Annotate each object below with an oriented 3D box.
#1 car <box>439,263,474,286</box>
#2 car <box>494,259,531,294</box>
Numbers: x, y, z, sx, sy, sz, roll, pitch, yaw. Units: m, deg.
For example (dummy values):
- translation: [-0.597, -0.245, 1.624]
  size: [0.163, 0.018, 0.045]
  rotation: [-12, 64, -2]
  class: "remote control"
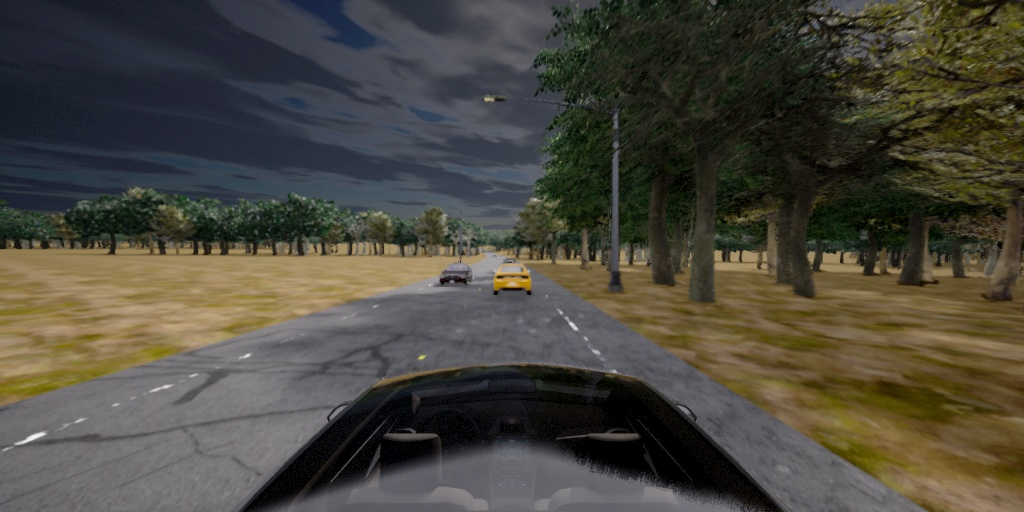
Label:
- translation: [-3.728, 1.209, 24.931]
  size: [2.033, 1.411, 5.357]
  rotation: [0, 0, 0]
  class: "car"
- translation: [0.008, 1.162, 19.644]
  size: [1.882, 1.535, 5.008]
  rotation: [0, 1, 0]
  class: "car"
